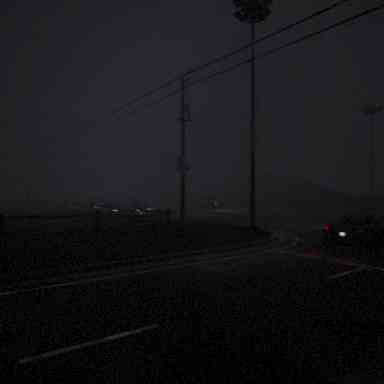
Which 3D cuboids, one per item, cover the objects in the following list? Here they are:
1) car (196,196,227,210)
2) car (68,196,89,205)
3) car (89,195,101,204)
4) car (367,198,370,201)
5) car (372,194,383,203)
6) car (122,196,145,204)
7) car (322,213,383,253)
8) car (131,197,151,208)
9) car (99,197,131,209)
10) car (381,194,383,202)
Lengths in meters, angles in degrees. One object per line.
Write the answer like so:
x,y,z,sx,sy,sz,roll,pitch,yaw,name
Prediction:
2.599,1.389,44.609,2.097,1.767,4.553,0,0,-36,car
-20.129,1.425,58.088,1.895,1.301,4.718,0,0,-36,car
-17.320,1.312,60.177,1.882,1.535,5.008,0,0,-36,car
43.273,1.647,77.283,1.895,1.301,4.718,0,0,-18,car
41.009,1.324,69.634,2.150,2.045,5.566,0,0,-4,car
-11.273,1.585,63.757,2.033,1.411,5.357,0,0,-36,car
7.288,1.583,14.001,4.181,1.385,1.994,0,0,-40,car
-7.469,1.592,46.530,1.994,1.385,4.181,0,0,-36,car
-10.311,1.587,44.487,1.994,1.385,4.181,0,0,-36,car
46.806,1.402,77.593,2.097,1.767,4.553,0,0,-14,car
